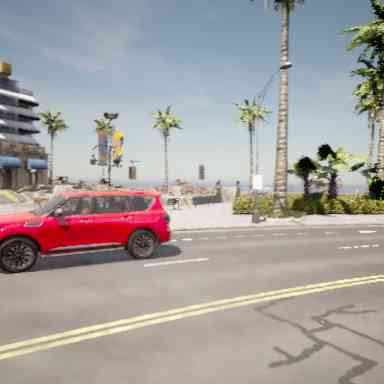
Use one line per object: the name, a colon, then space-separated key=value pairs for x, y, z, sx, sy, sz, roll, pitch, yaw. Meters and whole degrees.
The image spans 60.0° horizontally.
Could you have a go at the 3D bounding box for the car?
car: x=-3.293 y=0.972 z=9.957 sx=5.566 sy=2.045 sz=2.150 roll=0 pitch=1 yaw=-31
